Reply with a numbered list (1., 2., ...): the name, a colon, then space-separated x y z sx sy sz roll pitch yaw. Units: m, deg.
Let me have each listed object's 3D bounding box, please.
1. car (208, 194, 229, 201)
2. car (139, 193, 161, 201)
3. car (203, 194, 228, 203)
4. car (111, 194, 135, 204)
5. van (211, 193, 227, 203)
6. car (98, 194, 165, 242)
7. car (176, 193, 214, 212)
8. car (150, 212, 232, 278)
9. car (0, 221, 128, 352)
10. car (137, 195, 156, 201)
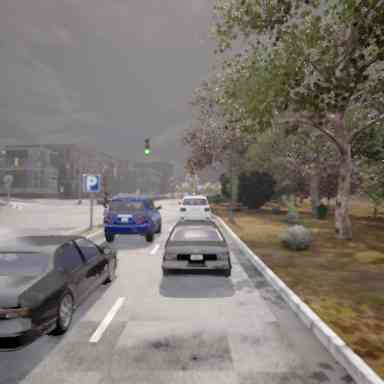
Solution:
1. car: 6.419 1.307 80.302 4.553 1.767 2.185 1 0 -12
2. car: -11.045 1.257 86.970 5.566 2.045 2.435 -1 -1 -12
3. car: 4.635 1.286 65.602 4.553 1.767 2.185 1 0 -14
4. car: -13.738 1.342 65.973 4.553 1.767 2.185 -1 -1 -14
5. van: 4.253 1.181 62.632 4.442 1.987 1.878 1 0 -14
6. car: -2.835 1.286 16.904 2.150 2.045 5.566 0 0 1
7. car: 0.180 1.315 24.422 2.150 2.045 5.566 0 0 0
8. car: 0.121 1.586 10.284 2.033 1.411 5.357 0 0 0
9. car: -2.893 1.572 6.648 2.033 1.411 5.357 0 0 0
10. car: -11.494 1.543 83.963 4.674 1.452 2.002 -1 0 -12
